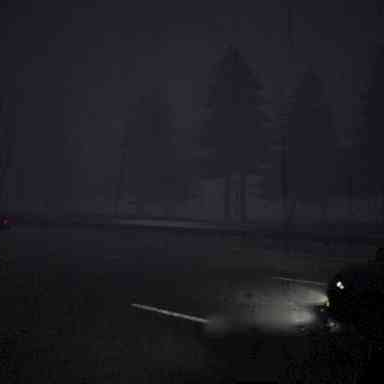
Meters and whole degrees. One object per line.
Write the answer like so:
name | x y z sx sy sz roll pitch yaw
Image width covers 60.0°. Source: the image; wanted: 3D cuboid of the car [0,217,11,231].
car | -12.407 1.653 18.038 5.357 1.411 2.033 0 0 21

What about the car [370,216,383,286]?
car | 6.890 1.442 7.412 4.902 1.511 2.128 -1 0 37

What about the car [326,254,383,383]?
car | 3.336 1.466 1.385 4.902 1.511 2.128 0 0 37

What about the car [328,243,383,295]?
car | 4.295 1.533 4.984 4.181 1.385 1.994 -1 0 36
